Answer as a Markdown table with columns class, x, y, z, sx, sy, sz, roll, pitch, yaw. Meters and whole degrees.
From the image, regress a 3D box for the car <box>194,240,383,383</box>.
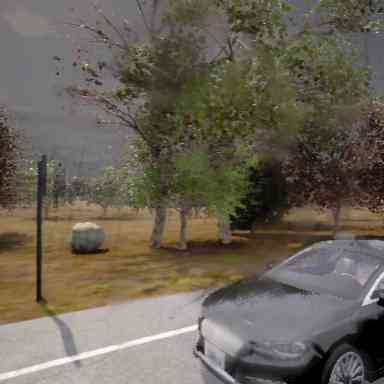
| class | x | y | z | sx | sy | sz | roll | pitch | yaw |
| --- | --- | --- | --- | --- | --- | --- | --- | --- | --- |
| car | 2.363 | 1.506 | 4.814 | 4.902 | 1.511 | 2.128 | 0 | 0 | -30 |
